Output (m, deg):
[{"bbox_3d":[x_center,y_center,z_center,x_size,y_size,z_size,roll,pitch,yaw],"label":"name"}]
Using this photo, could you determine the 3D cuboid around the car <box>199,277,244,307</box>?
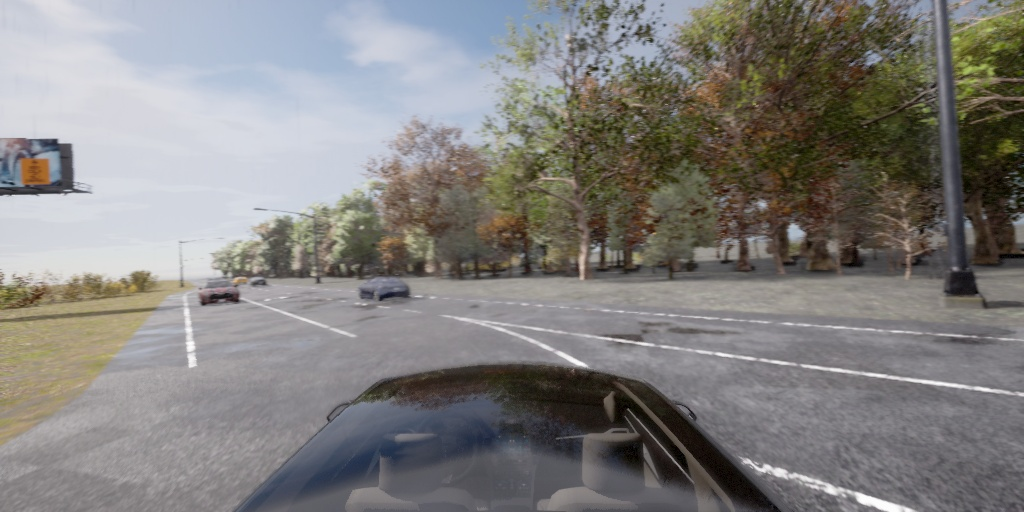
[{"bbox_3d":[-21.110,2.544,25.811,2.097,1.767,4.553,-3,-1,-43],"label":"car"}]

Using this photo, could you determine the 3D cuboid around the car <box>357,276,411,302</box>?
[{"bbox_3d":[-7.824,1.924,21.687,1.994,1.385,4.181,-3,-1,-43],"label":"car"}]
